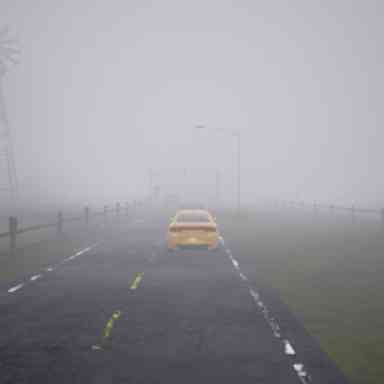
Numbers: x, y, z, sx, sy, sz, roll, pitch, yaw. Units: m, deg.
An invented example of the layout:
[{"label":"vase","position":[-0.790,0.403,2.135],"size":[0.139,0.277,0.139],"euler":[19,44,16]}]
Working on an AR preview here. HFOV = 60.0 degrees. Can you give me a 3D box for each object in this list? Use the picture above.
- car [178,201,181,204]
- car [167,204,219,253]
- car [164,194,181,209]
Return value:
[{"label":"car","position":[0.038,1.621,27.231],"size":[1.895,1.301,4.718],"euler":[0,0,1]},{"label":"car","position":[0.052,1.487,13.846],"size":[1.882,1.535,5.008],"euler":[0,0,0]},{"label":"car","position":[-2.785,1.262,47.761],"size":[2.150,2.045,5.566],"euler":[0,0,0]}]
